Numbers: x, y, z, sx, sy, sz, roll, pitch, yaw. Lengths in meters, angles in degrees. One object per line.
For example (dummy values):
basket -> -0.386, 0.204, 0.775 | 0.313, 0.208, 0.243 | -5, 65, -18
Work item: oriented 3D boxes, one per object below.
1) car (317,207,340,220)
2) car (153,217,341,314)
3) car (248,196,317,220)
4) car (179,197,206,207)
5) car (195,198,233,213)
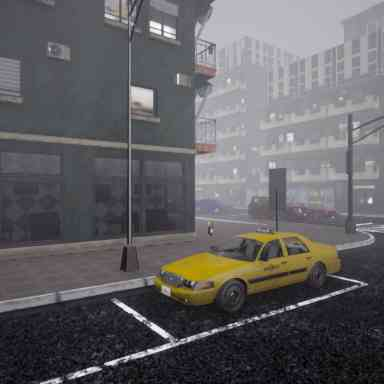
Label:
car -> 9.071, 1.552, 26.256 | 1.895, 1.301, 4.718 | 0, 0, -37
car -> 1.475, 1.525, 7.612 | 4.829, 1.417, 1.752 | 0, 0, -35
car -> 6.477, 1.264, 25.404 | 2.192, 1.841, 5.009 | 0, 0, -36
car -> -0.024, 1.465, 48.674 | 1.802, 1.307, 4.206 | 0, 0, -36
car -> 2.314, 1.394, 35.568 | 1.882, 1.535, 5.008 | 0, 0, -36
